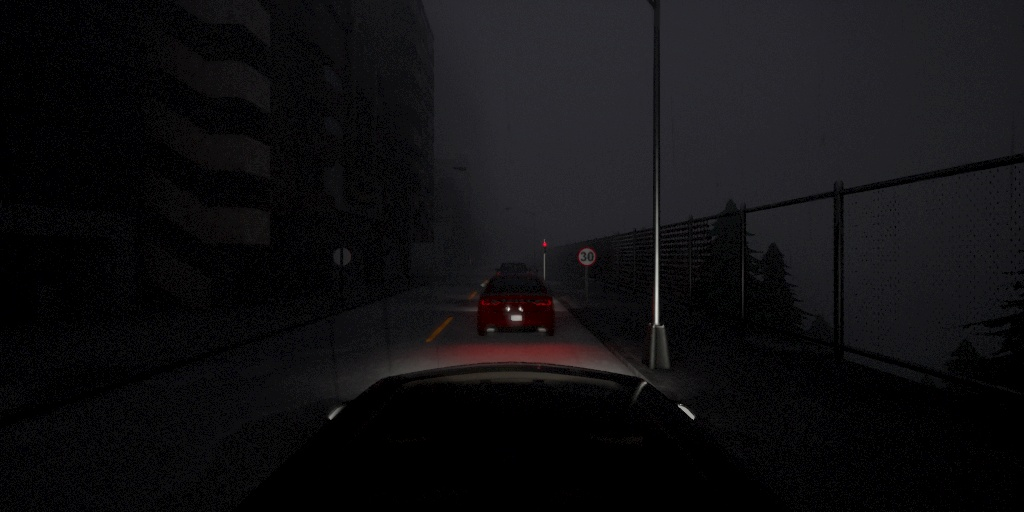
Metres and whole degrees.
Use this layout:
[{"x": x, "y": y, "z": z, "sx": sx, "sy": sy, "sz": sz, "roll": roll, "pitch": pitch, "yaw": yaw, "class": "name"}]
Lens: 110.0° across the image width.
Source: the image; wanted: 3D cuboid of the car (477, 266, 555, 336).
[{"x": 0.092, "y": 1.228, "z": 10.436, "sx": 1.882, "sy": 1.535, "sz": 5.008, "roll": 0, "pitch": 0, "yaw": 0, "class": "car"}]

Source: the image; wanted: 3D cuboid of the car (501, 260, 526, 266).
[{"x": 0.086, "y": 1.102, "z": 20.806, "sx": 2.097, "sy": 1.767, "sz": 4.553, "roll": 0, "pitch": 0, "yaw": 0, "class": "car"}]
